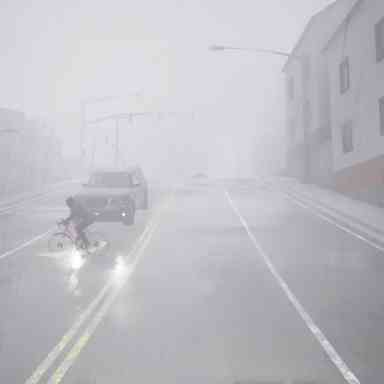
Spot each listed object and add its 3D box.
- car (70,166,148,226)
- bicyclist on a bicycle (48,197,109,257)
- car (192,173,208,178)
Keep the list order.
[{"bbox_3d":[-3.283,0.016,14.318,2.150,2.045,5.566,0,8,2],"label":"car"},{"bbox_3d":[-3.060,0.960,8.914,1.656,1.620,0.582,-1,5,1],"label":"bicyclist on a bicycle"},{"bbox_3d":[1.043,-1.664,43.240,1.812,1.442,4.674,0,-6,1],"label":"car"}]
